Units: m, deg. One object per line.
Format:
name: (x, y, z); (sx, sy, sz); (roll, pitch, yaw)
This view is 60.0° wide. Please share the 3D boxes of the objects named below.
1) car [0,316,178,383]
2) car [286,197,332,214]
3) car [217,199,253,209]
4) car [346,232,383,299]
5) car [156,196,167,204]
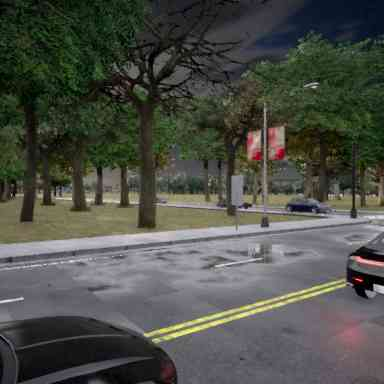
car: (-2.363, 1.478, 1.754); (5.008, 1.535, 1.882); (0, 0, -36)
car: (12.007, 1.334, 34.373); (2.097, 1.767, 4.553); (0, 0, -35)
car: (5.508, 1.516, 43.521); (2.033, 1.411, 5.357); (0, 0, -35)
car: (5.303, 1.491, 7.221); (4.902, 1.511, 2.128); (0, 0, -35)
car: (-6.291, 1.447, 60.221); (2.128, 1.511, 4.902); (0, 0, -35)
